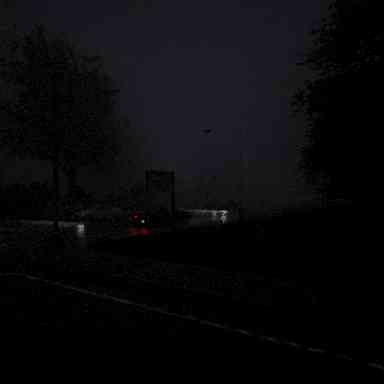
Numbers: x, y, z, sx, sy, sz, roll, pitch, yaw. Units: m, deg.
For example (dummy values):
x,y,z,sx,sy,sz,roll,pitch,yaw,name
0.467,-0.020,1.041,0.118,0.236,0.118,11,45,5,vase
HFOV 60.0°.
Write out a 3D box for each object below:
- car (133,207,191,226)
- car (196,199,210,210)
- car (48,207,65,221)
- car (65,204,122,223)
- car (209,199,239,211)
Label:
x,y,z,sx,sy,sz,roll,pitch,yaw,name
-2.157,1.814,25.622,1.895,1.301,4.718,-1,-1,39,car
2.511,1.767,48.798,2.128,1.511,4.902,-1,0,37,car
-11.135,1.876,31.380,1.812,1.442,4.674,-1,-1,39,car
-8.316,1.830,29.302,1.812,1.442,4.674,-1,0,39,car
4.794,1.761,46.013,1.812,1.442,4.674,-1,0,37,car
